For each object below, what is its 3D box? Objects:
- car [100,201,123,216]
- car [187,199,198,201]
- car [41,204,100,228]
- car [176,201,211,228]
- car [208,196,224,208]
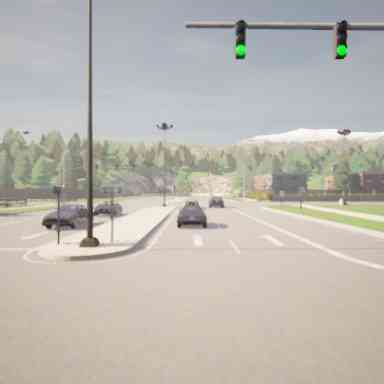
[{"bbox_3d":[-8.017,1.572,32.359,1.994,1.385,4.181,0,0,1],"label":"car"},{"bbox_3d":[0.017,1.614,48.672,1.895,1.301,4.718,0,0,0],"label":"car"},{"bbox_3d":[-8.082,1.553,22.286,2.033,1.411,5.357,0,0,0],"label":"car"},{"bbox_3d":[0.004,1.569,22.317,1.994,1.385,4.181,0,0,0],"label":"car"},{"bbox_3d":[3.517,1.364,48.549,2.097,1.767,4.553,0,0,0],"label":"car"}]
